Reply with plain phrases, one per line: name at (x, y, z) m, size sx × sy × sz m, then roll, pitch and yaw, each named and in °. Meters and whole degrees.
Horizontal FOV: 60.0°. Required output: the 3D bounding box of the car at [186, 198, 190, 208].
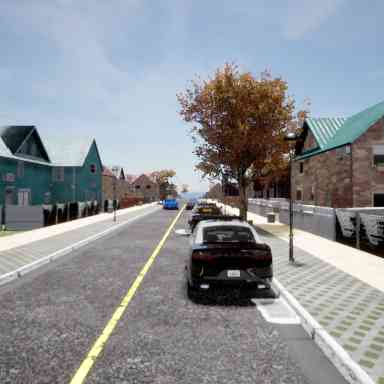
car at (0.112, 1.642, 45.053) m, size 2.033 × 1.411 × 5.357 m, roll 0°, pitch 0°, yaw 1°

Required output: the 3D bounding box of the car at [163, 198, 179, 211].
car at (-2.670, 1.557, 42.529) m, size 1.882 × 1.535 × 5.008 m, roll 0°, pitch 0°, yaw 0°

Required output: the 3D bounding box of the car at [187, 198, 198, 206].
car at (0.118, 1.758, 62.058) m, size 1.994 × 1.385 × 4.181 m, roll 0°, pitch 0°, yaw 0°

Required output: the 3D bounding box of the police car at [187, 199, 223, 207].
police car at (0.861, 1.436, 19.251) m, size 1.930 × 1.638 × 5.238 m, roll 0°, pitch 0°, yaw 0°

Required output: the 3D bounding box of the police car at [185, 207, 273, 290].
police car at (0.843, 1.429, 9.250) m, size 1.930 × 1.638 × 5.238 m, roll 0°, pitch 0°, yaw 0°
